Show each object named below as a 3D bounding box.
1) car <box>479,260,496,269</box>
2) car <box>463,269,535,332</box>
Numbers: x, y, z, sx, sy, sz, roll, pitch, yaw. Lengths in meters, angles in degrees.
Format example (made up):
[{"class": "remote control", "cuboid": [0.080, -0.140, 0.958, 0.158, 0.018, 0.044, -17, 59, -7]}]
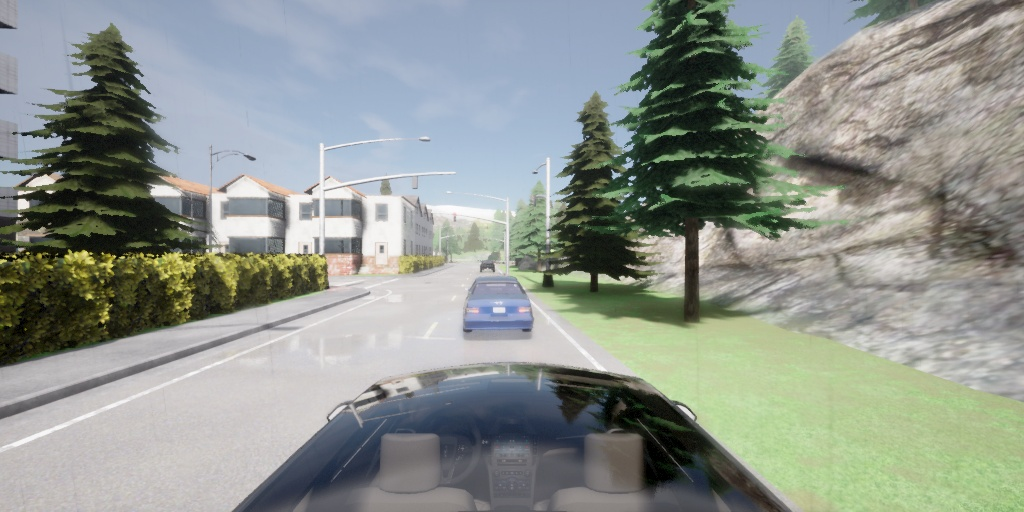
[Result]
[{"class": "car", "cuboid": [-3.106, 1.255, 45.290, 1.837, 1.490, 4.892, 0, 0, -4]}, {"class": "car", "cuboid": [-0.478, 1.297, 10.802, 2.033, 1.411, 5.357, 0, 0, -4]}]
